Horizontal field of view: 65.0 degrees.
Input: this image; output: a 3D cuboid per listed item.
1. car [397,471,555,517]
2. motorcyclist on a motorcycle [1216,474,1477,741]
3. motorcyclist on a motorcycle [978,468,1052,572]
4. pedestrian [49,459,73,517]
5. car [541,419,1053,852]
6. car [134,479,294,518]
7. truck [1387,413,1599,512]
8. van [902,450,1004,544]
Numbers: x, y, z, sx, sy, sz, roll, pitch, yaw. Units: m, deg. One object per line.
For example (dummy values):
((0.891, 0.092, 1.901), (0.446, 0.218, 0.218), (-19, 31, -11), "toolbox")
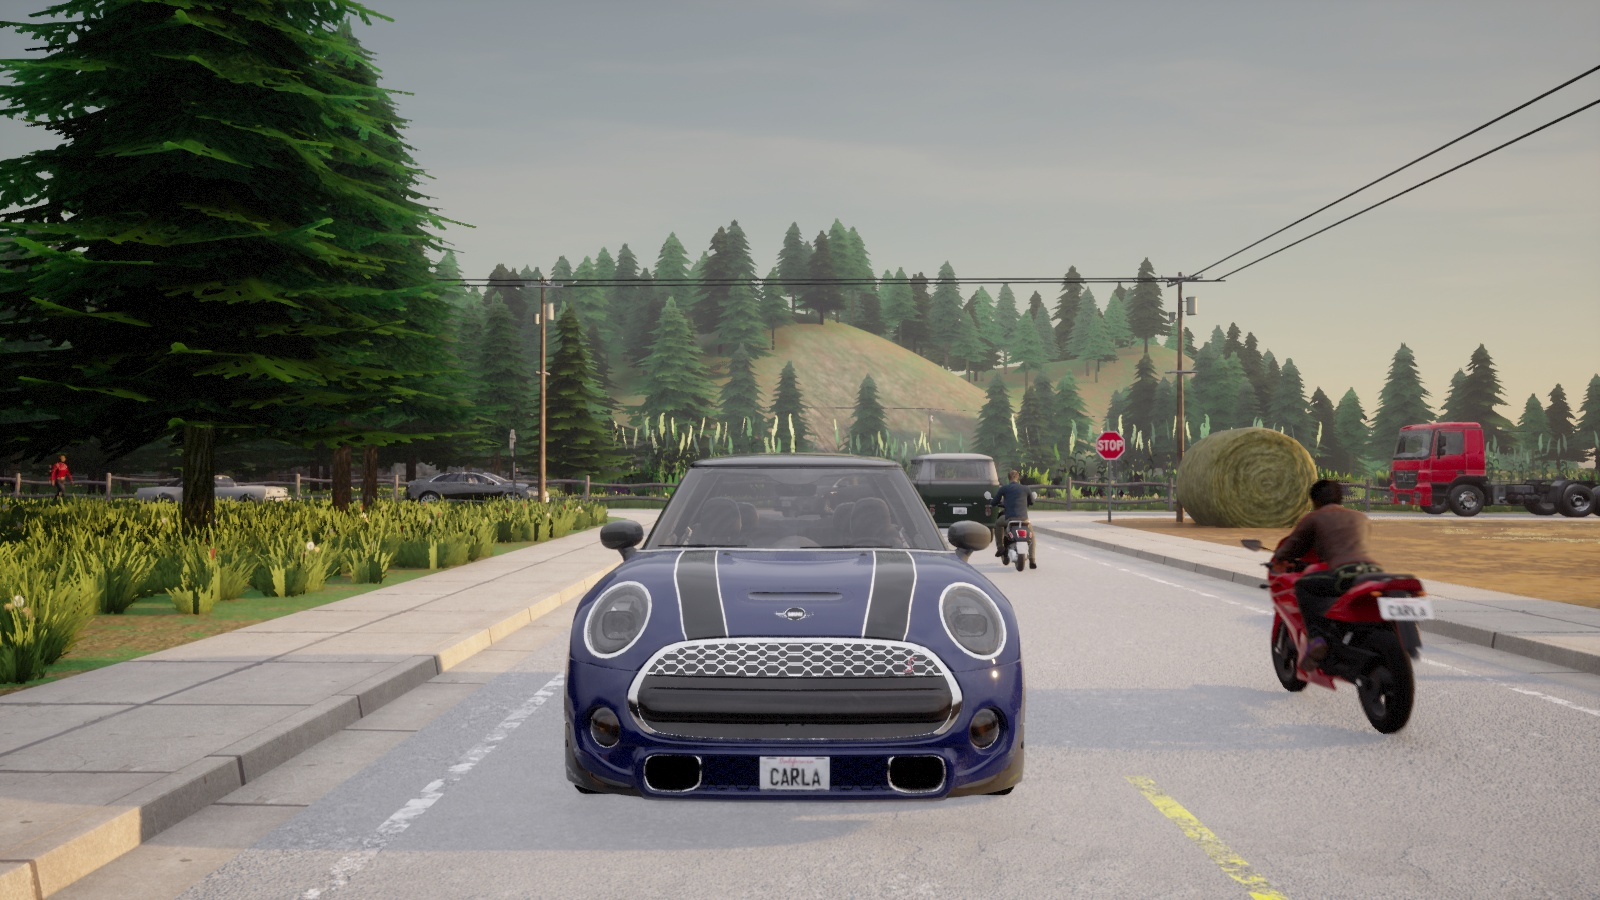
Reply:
((-11.184, 1.512, 43.634), (4.902, 1.511, 2.128), (0, -1, 3), "car")
((3.478, 0.921, 8.234), (0.797, 1.523, 2.044), (0, -1, 0), "motorcyclist on a motorcycle")
((3.447, 1.093, 20.245), (0.866, 1.590, 1.817), (0, -1, 0), "motorcyclist on a motorcycle")
((-23.729, 1.210, 40.325), (0.636, 1.846, 0.331), (-1, -1, 20), "pedestrian")
((-0.021, 0.798, 7.441), (2.097, 1.767, 4.553), (0, -1, 0), "car")
((-20.475, 1.699, 44.022), (4.718, 1.301, 1.895), (0, -1, 1), "car")
((25.904, 0.456, 45.448), (7.936, 3.462, 2.891), (0, -1, 3), "truck")
((3.424, 1.038, 28.899), (1.775, 1.987, 4.442), (0, -1, 0), "van")
